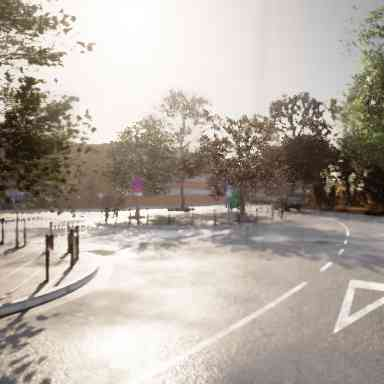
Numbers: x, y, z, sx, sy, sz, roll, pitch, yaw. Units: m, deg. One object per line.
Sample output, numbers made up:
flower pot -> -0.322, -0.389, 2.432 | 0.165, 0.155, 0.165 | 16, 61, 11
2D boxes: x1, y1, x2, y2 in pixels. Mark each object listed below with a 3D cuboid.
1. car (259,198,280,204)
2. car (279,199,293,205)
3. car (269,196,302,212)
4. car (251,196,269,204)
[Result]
car -> 20.783, 2.404, 89.381 | 5.008, 1.535, 2.097 | -1, -1, 32
car -> 21.544, 2.324, 76.010 | 1.994, 1.385, 4.181 | -1, -1, 32
car -> 12.849, 1.547, 45.091 | 2.150, 2.045, 5.566 | 0, -1, -7
car -> 17.794, 2.107, 84.586 | 5.566, 2.045, 2.435 | -1, -1, 32
